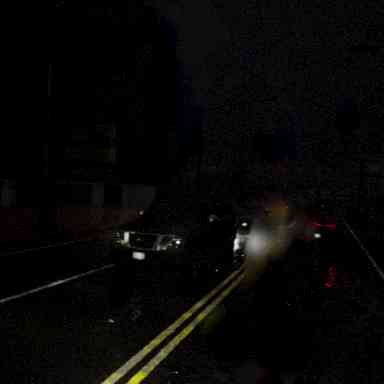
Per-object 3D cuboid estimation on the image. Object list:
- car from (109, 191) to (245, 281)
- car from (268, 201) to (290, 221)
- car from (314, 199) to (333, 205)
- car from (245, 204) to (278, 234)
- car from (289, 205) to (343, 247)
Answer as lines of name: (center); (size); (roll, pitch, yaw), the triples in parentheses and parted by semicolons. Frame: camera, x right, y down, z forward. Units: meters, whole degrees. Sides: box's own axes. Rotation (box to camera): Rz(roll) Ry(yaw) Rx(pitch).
car: (-0.182, 1.132, 10.189); (2.150, 2.045, 5.566); (3, 0, 22)
car: (7.321, 1.545, 28.831); (1.882, 1.535, 5.008); (3, 0, 22)
car: (15.618, 1.669, 39.654); (2.097, 1.767, 4.553); (3, 0, 22)
car: (3.531, 1.552, 19.453); (1.994, 1.385, 4.181); (3, 0, 22)
car: (6.136, 1.612, 16.067); (2.128, 1.511, 4.902); (3, 0, 22)
